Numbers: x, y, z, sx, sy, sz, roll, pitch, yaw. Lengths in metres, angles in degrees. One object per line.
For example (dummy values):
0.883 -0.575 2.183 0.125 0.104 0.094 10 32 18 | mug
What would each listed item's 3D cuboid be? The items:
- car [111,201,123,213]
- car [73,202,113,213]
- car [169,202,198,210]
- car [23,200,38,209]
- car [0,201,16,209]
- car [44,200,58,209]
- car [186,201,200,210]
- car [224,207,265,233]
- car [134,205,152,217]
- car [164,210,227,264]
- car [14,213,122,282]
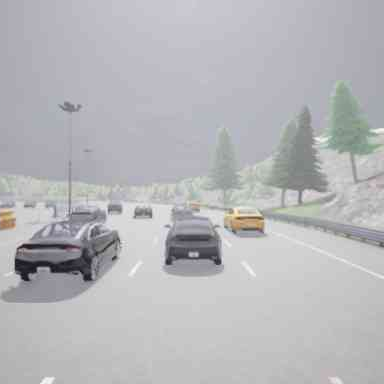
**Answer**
-10.056 1.997 43.314 1.837 1.490 4.892 1 0 -11 | car
-7.482 1.768 24.292 2.128 1.511 4.902 0 -1 -4 | car
-1.045 1.898 30.792 2.033 1.411 5.357 0 -1 -6 | car
-28.873 2.218 59.559 2.033 1.411 5.357 0 -1 -18 | car
-32.066 2.202 58.121 2.033 1.411 5.357 0 -1 -18 | car
-25.363 2.182 60.038 1.837 1.490 4.892 1 -1 -17 | car
-0.218 2.019 47.686 1.882 1.535 5.008 0 -1 -12 | car
3.230 1.721 21.363 1.882 1.535 5.008 0 0 -3 | car
-5.249 2.008 35.904 1.895 1.301 4.718 0 -1 -8 | car
0.019 1.649 12.432 1.837 1.490 4.892 0 0 -1 | car
-3.451 1.609 10.096 2.128 1.511 4.902 0 0 -1 | car
